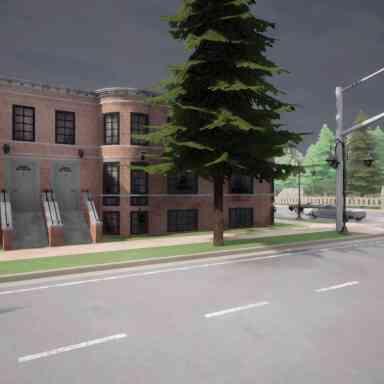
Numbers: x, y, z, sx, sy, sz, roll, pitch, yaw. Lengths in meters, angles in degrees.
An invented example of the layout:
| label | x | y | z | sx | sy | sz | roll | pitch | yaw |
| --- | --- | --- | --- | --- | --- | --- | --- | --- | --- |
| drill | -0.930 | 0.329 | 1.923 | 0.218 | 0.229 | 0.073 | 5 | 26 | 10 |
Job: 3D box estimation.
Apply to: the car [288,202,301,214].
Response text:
| label | x | y | z | sx | sy | sz | roll | pitch | yaw |
| --- | --- | --- | --- | --- | --- | --- | --- | --- | --- |
| car | 11.921 | 1.601 | 32.863 | 1.895 | 1.301 | 4.718 | 0 | 0 | -30 |

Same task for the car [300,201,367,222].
| label | x | y | z | sx | sy | sz | roll | pitch | yaw |
| --- | --- | --- | --- | --- | --- | --- | --- | --- | --- |
| car | 11.425 | 1.601 | 26.734 | 1.895 | 1.301 | 4.718 | 0 | 0 | -30 |

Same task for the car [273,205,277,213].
| label | x | y | z | sx | sy | sz | roll | pitch | yaw |
| --- | --- | --- | --- | --- | --- | --- | --- | --- | --- |
| car | 6.763 | 1.505 | 34.800 | 1.837 | 1.490 | 4.892 | 0 | 0 | -30 |
